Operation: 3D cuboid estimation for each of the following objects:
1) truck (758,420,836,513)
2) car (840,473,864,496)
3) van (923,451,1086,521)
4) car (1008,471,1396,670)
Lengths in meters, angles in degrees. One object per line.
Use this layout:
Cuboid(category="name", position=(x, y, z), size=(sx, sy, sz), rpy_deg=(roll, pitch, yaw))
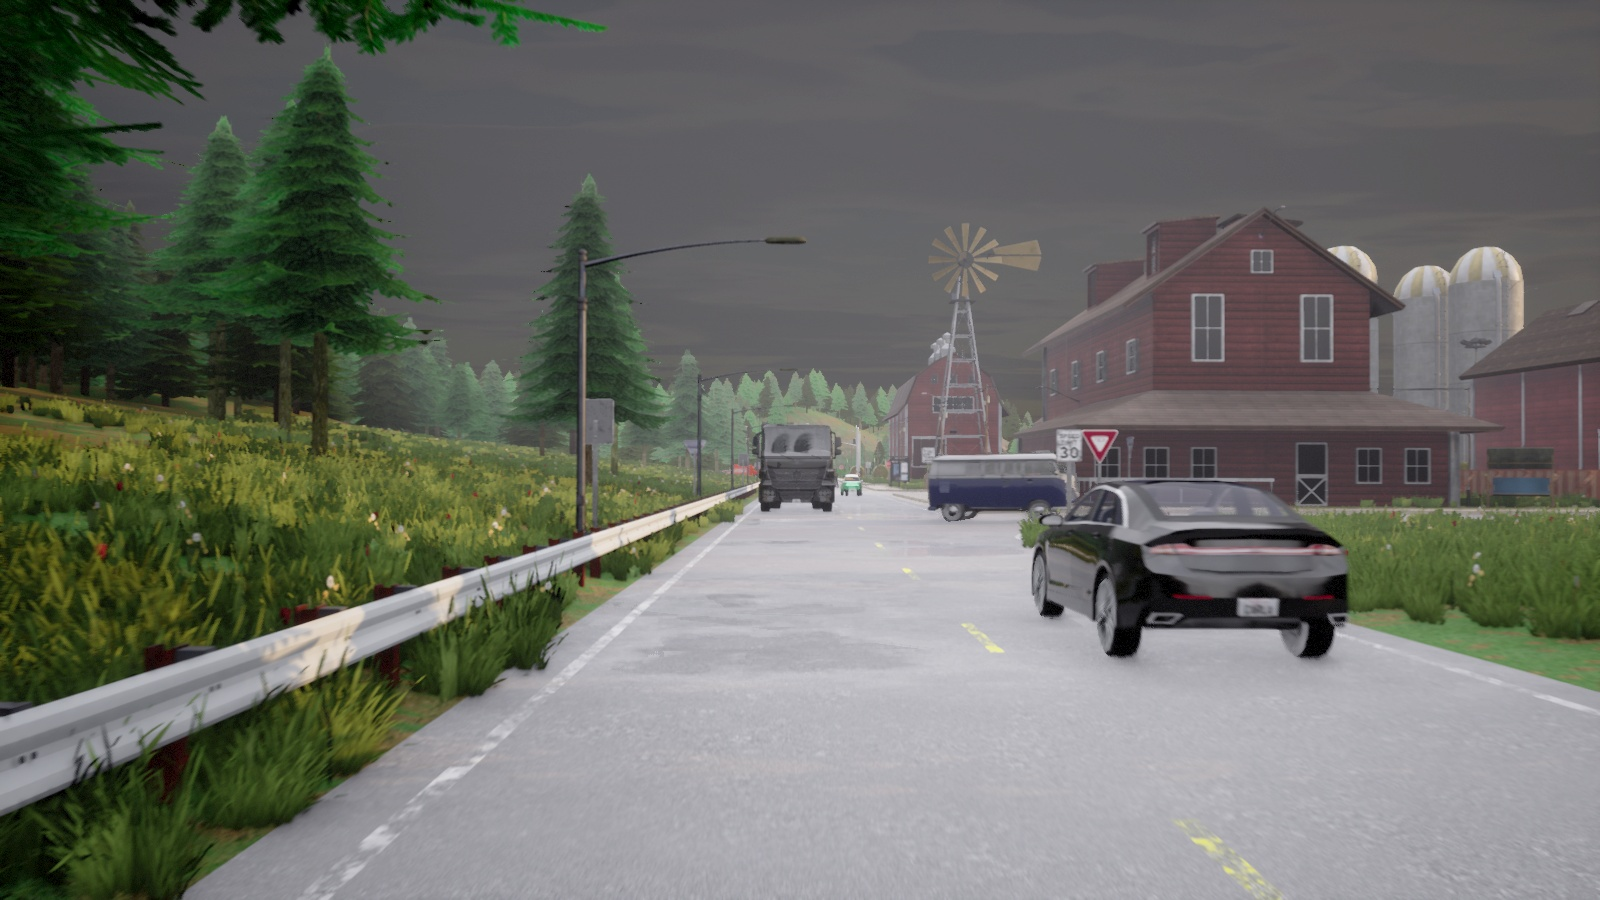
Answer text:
Cuboid(category="truck", position=(-0.127, 0.684, 50.864), size=(2.891, 3.462, 7.936), rpy_deg=(0, -1, 0))
Cuboid(category="car", position=(3.322, 2.198, 80.144), size=(1.481, 1.376, 2.207), rpy_deg=(0, -1, 1))
Cuboid(category="van", position=(6.025, 1.066, 37.031), size=(4.442, 1.987, 1.775), rpy_deg=(-1, -1, 22))
Cuboid(category="car", position=(3.470, 0.958, 12.029), size=(2.128, 1.511, 4.902), rpy_deg=(0, -1, 0))
